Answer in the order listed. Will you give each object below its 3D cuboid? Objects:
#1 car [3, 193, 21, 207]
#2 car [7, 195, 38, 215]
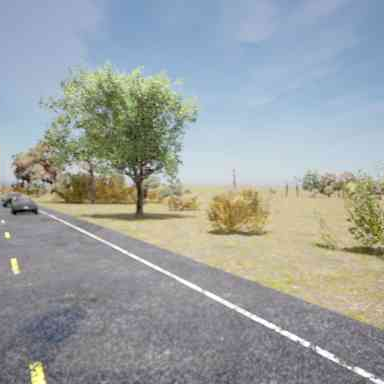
[{"bbox_3d":[-21.735,0.867,40.416,2.097,1.767,4.553,0,1,-32],"label":"car"},{"bbox_3d":[-14.921,1.219,29.540,1.994,1.385,4.181,0,1,-31],"label":"car"}]
